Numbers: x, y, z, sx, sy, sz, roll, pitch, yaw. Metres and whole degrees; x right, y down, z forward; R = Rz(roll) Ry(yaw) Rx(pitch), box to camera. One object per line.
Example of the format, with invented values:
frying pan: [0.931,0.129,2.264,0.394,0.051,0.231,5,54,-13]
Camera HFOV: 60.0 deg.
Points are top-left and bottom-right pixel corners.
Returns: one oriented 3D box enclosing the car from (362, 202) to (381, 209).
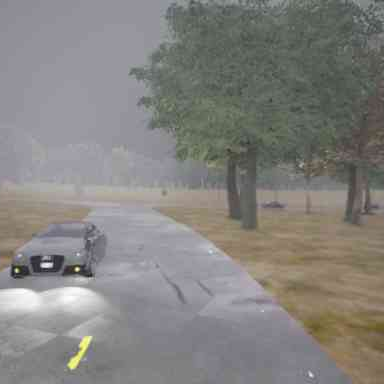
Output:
car: [38.511,2.835,71.919,4.553,1.767,2.097,2,-1,-16]

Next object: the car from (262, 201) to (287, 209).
car: [15.227,2.422,61.521,4.674,1.442,1.812,3,-1,-16]

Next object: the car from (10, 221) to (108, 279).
car: [-3.747,1.588,10.068,1.994,1.385,4.181,0,0,-7]
